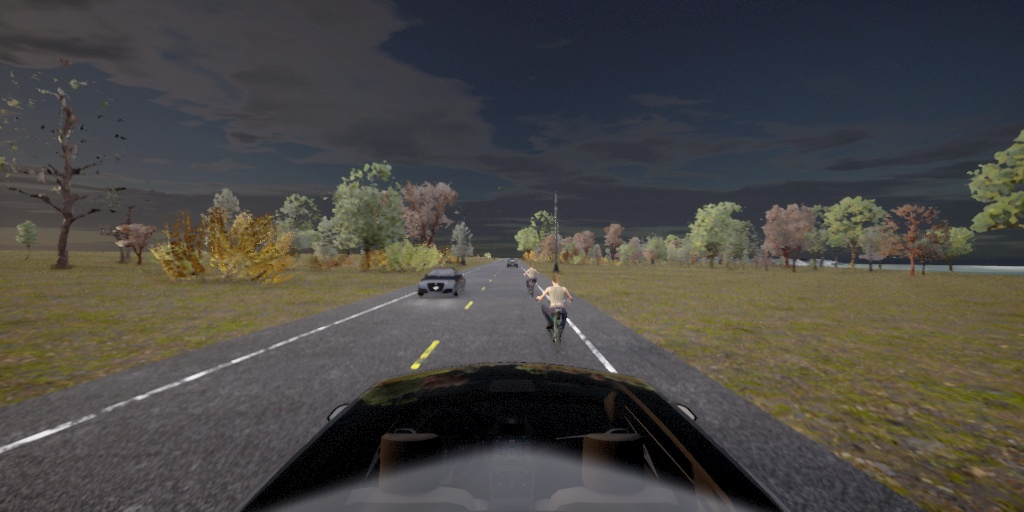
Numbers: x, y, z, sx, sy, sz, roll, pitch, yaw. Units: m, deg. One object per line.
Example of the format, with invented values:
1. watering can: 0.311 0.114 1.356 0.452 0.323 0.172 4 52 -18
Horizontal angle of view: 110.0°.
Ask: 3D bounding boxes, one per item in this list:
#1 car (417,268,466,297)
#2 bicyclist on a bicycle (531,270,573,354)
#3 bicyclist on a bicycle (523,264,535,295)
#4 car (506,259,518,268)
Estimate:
1. car: -3.605 1.318 18.960 1.994 1.385 4.181 0 0 0
2. bicyclist on a bicycle: 0.943 1.188 7.800 0.866 1.612 1.509 0 0 0
3. bicyclist on a bicycle: 0.976 1.190 17.952 0.866 1.612 1.509 0 0 0
4. car: 0.082 1.288 62.720 1.812 1.442 4.674 0 -1 0
